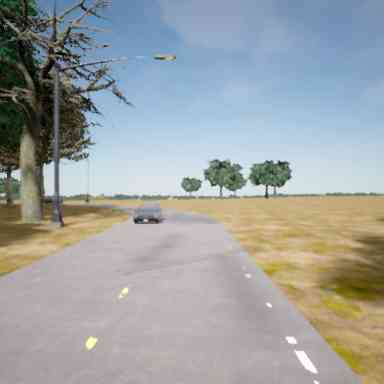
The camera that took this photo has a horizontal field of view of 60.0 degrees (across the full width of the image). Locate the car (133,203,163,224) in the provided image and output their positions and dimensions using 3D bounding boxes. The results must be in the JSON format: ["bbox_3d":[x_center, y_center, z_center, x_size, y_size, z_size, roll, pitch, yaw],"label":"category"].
[{"bbox_3d":[-3.203,1.531,25.163,2.033,1.411,5.357,0,0,-2],"label":"car"}]

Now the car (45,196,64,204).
[{"bbox_3d":[-25.011,1.476,59.513,4.674,1.442,1.812,0,-2,27],"label":"car"}]
